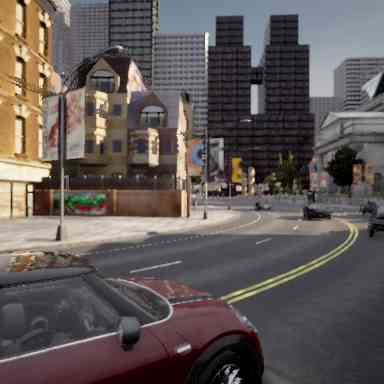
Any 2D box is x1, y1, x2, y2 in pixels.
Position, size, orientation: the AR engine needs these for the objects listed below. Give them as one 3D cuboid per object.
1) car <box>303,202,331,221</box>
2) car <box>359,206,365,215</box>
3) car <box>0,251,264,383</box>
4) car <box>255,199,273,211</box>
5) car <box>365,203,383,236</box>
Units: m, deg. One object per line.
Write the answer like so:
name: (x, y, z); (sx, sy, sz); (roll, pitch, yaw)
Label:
car: (11.153, 1.675, 29.782); (1.882, 1.535, 5.008); (0, 0, 13)
car: (19.323, 1.803, 34.664); (2.033, 1.411, 5.357); (0, 0, 6)
car: (-1.423, 1.362, 3.059); (4.553, 1.767, 2.097); (0, 0, -37)
car: (9.534, 1.758, 44.391); (2.128, 1.511, 4.902); (0, 0, 4)
car: (11.123, 1.647, 19.016); (1.837, 1.490, 4.892); (1, 0, 27)
